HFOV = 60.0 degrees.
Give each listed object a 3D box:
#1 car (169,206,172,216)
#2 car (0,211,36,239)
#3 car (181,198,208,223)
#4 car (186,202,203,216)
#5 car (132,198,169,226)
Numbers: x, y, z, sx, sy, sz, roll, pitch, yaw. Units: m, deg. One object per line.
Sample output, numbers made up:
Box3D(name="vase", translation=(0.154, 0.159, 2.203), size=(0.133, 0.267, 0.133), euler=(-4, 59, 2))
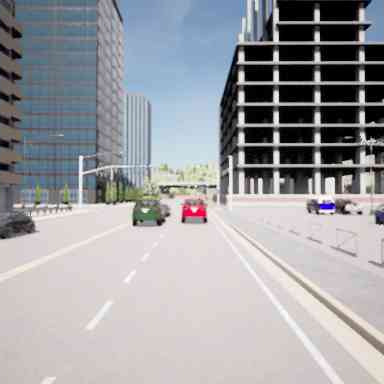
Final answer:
Box3D(name="car", translation=(-3.272, 1.952, 36.381), size=(2.033, 1.411, 5.357), euler=(0, -1, 0))
Box3D(name="car", translation=(-10.443, 1.761, 18.375), size=(1.994, 1.385, 4.181), euler=(0, -1, 1))
Box3D(name="car", translation=(0.199, 1.544, 28.806), size=(2.150, 2.045, 5.566), euler=(0, -1, 0))
Box3D(name="car", translation=(0.238, 1.938, 38.659), size=(1.837, 1.490, 4.892), euler=(0, -1, 0))
Box3D(name="car", translation=(-3.310, 1.512, 26.221), size=(2.150, 2.045, 5.566), euler=(0, -1, 0))
